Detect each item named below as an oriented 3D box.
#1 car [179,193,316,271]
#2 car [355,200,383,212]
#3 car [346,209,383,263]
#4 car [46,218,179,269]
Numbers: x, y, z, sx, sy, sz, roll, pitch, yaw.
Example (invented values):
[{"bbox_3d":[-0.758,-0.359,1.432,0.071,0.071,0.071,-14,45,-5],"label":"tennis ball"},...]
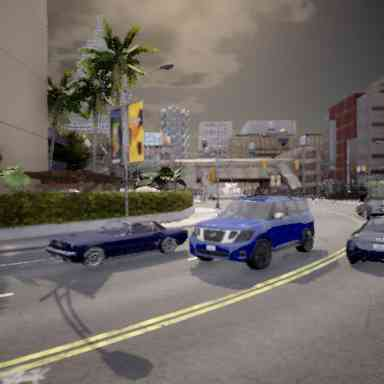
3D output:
[{"bbox_3d":[2.325,1.176,11.331,2.150,2.045,5.566,0,0,41],"label":"car"},{"bbox_3d":[14.465,1.337,26.400,2.033,1.411,5.357,-1,0,15],"label":"car"},{"bbox_3d":[6.488,1.473,10.799,1.994,1.385,4.181,0,0,39],"label":"car"},{"bbox_3d":[-2.387,1.608,11.458,4.718,1.301,1.895,-1,0,-45],"label":"car"}]
